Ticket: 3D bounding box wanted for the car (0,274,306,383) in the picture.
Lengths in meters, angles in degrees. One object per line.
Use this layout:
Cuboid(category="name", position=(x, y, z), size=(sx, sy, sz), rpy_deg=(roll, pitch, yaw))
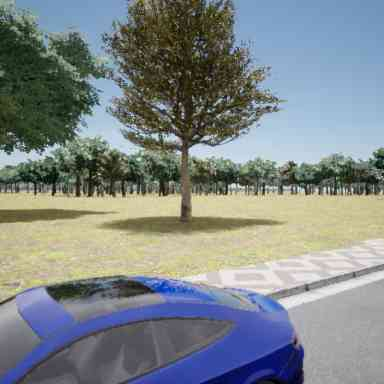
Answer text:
Cuboid(category="car", position=(-1.008, 1.526, 2.655), size=(4.674, 1.442, 1.812), rpy_deg=(0, 0, -35))
